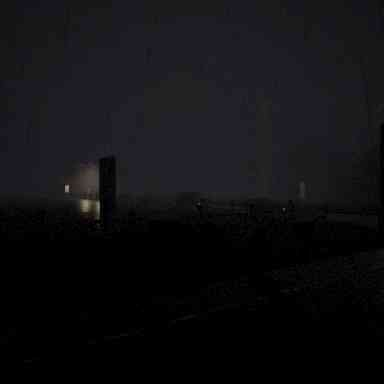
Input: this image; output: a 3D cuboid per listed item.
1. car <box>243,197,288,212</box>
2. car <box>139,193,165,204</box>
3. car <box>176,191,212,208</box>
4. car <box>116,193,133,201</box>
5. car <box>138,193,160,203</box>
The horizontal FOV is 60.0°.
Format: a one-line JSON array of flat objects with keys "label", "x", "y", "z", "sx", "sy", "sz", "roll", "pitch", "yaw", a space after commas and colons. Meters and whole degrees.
[{"label": "car", "x": 7.116, "y": 1.292, "z": 32.542, "sx": 2.128, "sy": 1.511, "sz": 4.902, "roll": -1, "pitch": 1, "yaw": -36}, {"label": "car", "x": -5.988, "y": 0.939, "z": 50.853, "sx": 2.097, "sy": 1.767, "sz": 4.553, "roll": -1, "pitch": 1, "yaw": -35}, {"label": "car", "x": 0.180, "y": 0.911, "z": 42.218, "sx": 2.150, "sy": 2.045, "sz": 5.566, "roll": -1, "pitch": 1, "yaw": -36}, {"label": "car", "x": -13.416, "y": 0.876, "z": 66.083, "sx": 1.882, "sy": 1.535, "sz": 5.008, "roll": -1, "pitch": 1, "yaw": -36}, {"label": "car", "x": -7.590, "y": 1.023, "z": 58.024, "sx": 1.812, "sy": 1.442, "sz": 4.674, "roll": -1, "pitch": 1, "yaw": -35}]
